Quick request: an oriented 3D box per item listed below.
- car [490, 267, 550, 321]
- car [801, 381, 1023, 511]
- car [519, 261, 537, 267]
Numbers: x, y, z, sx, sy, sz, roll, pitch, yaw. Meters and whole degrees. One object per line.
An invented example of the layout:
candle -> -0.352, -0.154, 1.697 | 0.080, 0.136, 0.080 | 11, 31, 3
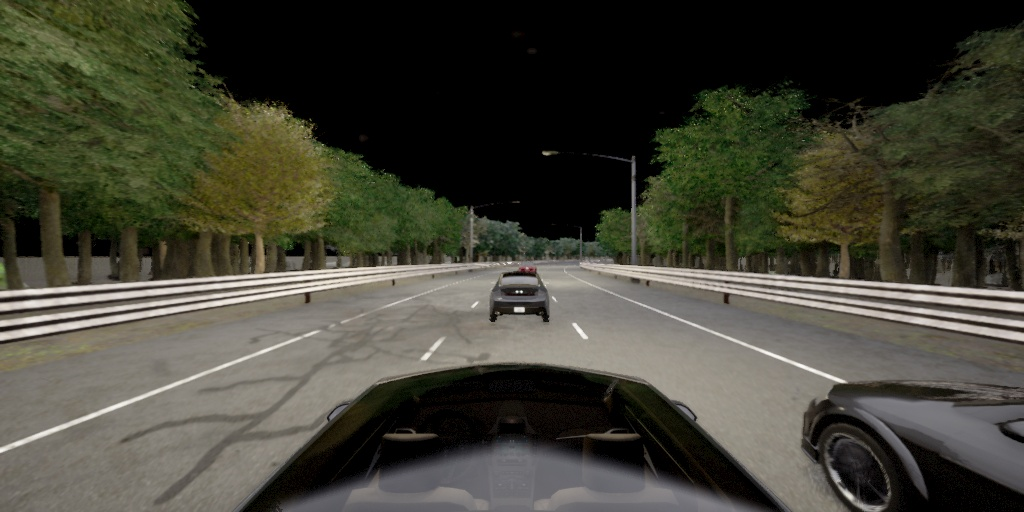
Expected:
car -> 0.267, 1.285, 12.558 | 1.837, 1.490, 4.892 | 0, 0, 1
car -> 3.625, 1.317, 1.514 | 1.994, 1.385, 4.181 | 0, 0, 0
car -> 1.883, 1.437, 42.396 | 2.097, 1.767, 4.553 | 0, -1, 5
